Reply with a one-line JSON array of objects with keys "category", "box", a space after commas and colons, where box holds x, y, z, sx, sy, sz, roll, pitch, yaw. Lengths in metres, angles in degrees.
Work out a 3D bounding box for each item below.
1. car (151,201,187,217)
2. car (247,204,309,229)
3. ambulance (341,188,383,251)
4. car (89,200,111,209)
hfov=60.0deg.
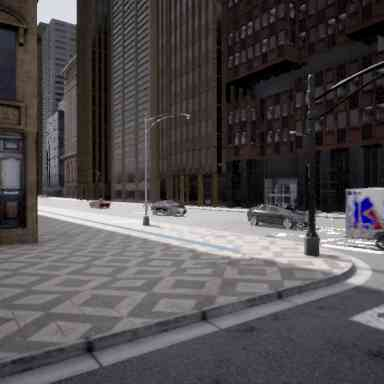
[{"category": "car", "box": [-2.404, 1.639, 33.872, 2.128, 1.511, 4.902, 0, 0, -35]}, {"category": "car", "box": [5.782, 1.580, 22.257, 1.837, 1.490, 4.892, 0, 0, -35]}, {"category": "ambulance", "box": [9.006, 1.041, 12.195, 2.351, 2.431, 6.366, 0, 0, -35]}, {"category": "car", "box": [-14.044, 1.846, 50.562, 1.895, 1.301, 4.718, 0, 0, -35]}]
